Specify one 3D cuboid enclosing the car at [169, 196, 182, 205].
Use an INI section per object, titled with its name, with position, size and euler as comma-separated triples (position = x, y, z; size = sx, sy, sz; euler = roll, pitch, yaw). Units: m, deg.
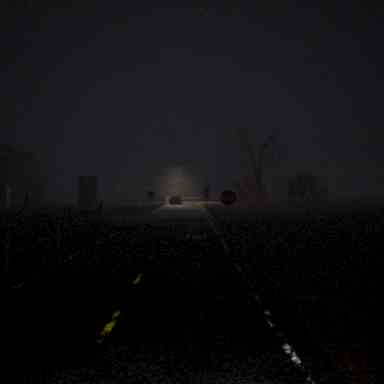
[car]
position = -2.754, 1.467, 56.124
size = 1.882, 1.535, 5.008
euler = 0, 2, 0
